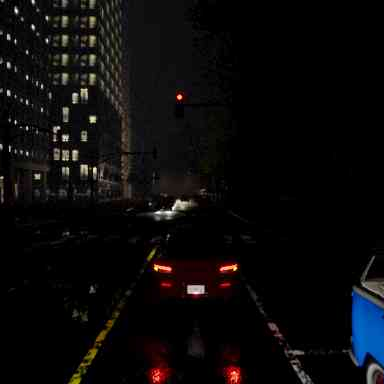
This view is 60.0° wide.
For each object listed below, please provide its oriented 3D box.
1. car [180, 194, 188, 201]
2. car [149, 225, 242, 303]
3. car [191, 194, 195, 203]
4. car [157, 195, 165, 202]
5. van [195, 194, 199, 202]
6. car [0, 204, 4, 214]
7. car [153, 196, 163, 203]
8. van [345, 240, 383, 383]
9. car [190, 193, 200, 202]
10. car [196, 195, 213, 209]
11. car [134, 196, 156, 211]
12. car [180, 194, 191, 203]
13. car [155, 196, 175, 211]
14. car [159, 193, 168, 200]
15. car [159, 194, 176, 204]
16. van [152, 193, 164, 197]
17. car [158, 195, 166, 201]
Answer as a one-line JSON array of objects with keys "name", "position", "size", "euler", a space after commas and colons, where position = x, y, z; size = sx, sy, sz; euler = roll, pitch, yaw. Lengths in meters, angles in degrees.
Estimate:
[{"name": "car", "position": [-1.916, 1.263, 80.577], "size": [1.882, 1.535, 5.008], "euler": [0, 0, -3]}, {"name": "car", "position": [0.052, 1.525, 8.067], "size": [1.812, 1.442, 4.674], "euler": [0, 0, 0]}, {"name": "car", "position": [1.171, 1.491, 68.013], "size": [1.752, 1.417, 4.829], "euler": [0, 0, -2]}, {"name": "car", "position": [-7.292, 1.500, 78.556], "size": [1.887, 1.381, 4.507], "euler": [0, 0, -2]}, {"name": "van", "position": [1.738, 1.321, 51.219], "size": [1.690, 1.788, 3.998], "euler": [0, 0, -2]}, {"name": "car", "position": [-18.226, 1.377, 28.493], "size": [4.206, 1.307, 1.802], "euler": [1, 0, 3]}, {"name": "car", "position": [-6.839, 1.511, 67.469], "size": [1.887, 1.381, 4.507], "euler": [0, 0, -2]}, {"name": "van", "position": [2.558, 1.341, 2.132], "size": [1.690, 1.788, 3.998], "euler": [0, 0, 0]}, {"name": "car", "position": [0.724, 1.269, 78.931], "size": [2.192, 1.841, 5.009], "euler": [0, 0, -3]}, {"name": "car", "position": [1.890, 1.508, 45.847], "size": [1.752, 1.417, 4.829], "euler": [0, 0, -2]}, {"name": "car", "position": [-5.840, 1.538, 39.755], "size": [2.008, 1.369, 4.403], "euler": [0, 0, -1]}, {"name": "car", "position": [-1.495, 1.551, 70.602], "size": [1.895, 1.301, 4.718], "euler": [0, 0, -2]}, {"name": "car", "position": [-3.415, 1.551, 40.418], "size": [1.994, 1.385, 4.181], "euler": [0, 0, -3]}, {"name": "car", "position": [-8.094, 1.250, 95.181], "size": [2.192, 1.841, 5.009], "euler": [0, 0, -3]}, {"name": "car", "position": [-3.659, 1.485, 50.453], "size": [1.837, 1.490, 4.892], "euler": [0, 0, -1]}, {"name": "van", "position": [-6.637, 1.312, 61.926], "size": [1.690, 1.788, 3.998], "euler": [0, 0, -2]}, {"name": "car", "position": [-7.544, 1.531, 84.100], "size": [1.802, 1.307, 4.206], "euler": [0, 0, -3]}]
